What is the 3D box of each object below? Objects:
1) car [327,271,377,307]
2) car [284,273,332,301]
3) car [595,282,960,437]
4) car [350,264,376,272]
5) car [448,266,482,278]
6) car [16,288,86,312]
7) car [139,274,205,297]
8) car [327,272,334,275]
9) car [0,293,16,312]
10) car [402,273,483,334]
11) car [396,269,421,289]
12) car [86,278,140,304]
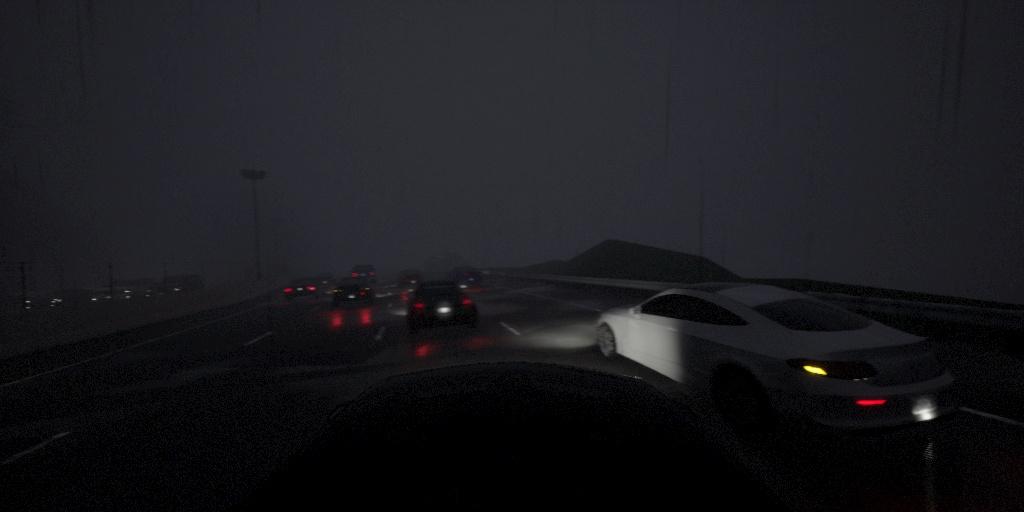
[{"bbox_3d":[-8.435,1.799,19.382,1.812,1.442,4.674,-3,0,-18],"label":"car"},{"bbox_3d":[-13.935,2.145,24.404,2.033,1.411,5.357,-3,0,-20],"label":"car"},{"bbox_3d":[2.932,1.117,5.268,1.812,1.442,4.674,-3,0,-14],"label":"car"},{"bbox_3d":[-14.537,1.881,35.095,2.150,2.045,5.566,-3,0,-23],"label":"car"},{"bbox_3d":[-3.620,1.495,26.726,1.882,1.535,5.008,-3,0,-20],"label":"car"},{"bbox_3d":[-34.175,3.233,27.416,1.882,1.535,5.008,-3,0,-23],"label":"car"},{"bbox_3d":[-27.497,2.605,29.550,2.150,2.045,5.566,-3,0,-23],"label":"car"},{"bbox_3d":[-20.152,2.513,38.926,1.812,1.442,4.674,-3,0,-25],"label":"car"},{"bbox_3d":[-36.963,3.385,25.049,1.882,1.535,5.008,-3,0,-23],"label":"car"},{"bbox_3d":[-2.373,1.473,11.663,1.994,1.385,4.181,-3,0,-15],"label":"car"},{"bbox_3d":[-8.354,1.819,29.348,1.812,1.442,4.674,-3,0,-21],"label":"car"},{"bbox_3d":[-31.185,2.812,29.285,2.150,2.045,5.566,-3,0,-24],"label":"car"}]
